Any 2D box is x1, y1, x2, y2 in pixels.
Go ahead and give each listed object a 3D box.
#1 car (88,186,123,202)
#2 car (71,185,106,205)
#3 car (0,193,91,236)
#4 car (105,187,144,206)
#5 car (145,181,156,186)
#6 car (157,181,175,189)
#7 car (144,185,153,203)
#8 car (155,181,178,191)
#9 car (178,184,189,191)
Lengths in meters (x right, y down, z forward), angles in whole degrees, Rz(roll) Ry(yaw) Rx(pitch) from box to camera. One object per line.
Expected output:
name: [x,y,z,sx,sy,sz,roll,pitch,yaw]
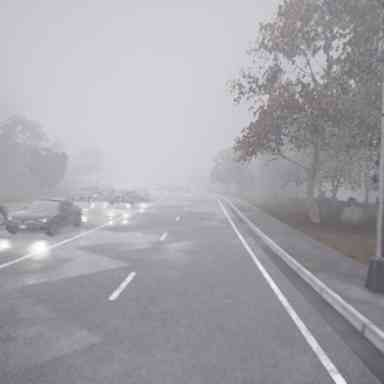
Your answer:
car: [-9.130,0.165,35.567,2.033,1.411,5.357,2,2,3]
car: [-9.347,0.170,29.675,1.837,1.490,4.892,2,2,2]
car: [-6.554,1.033,15.392,1.812,1.442,4.674,2,2,2]
car: [-5.855,0.368,29.536,1.994,1.385,4.181,2,2,2]
car: [-9.368,-1.935,78.140,1.882,1.535,5.008,3,2,-33]
car: [-6.330,-1.753,79.869,2.128,1.511,4.902,3,2,-33]
car: [-5.619,0.274,35.771,1.812,1.442,4.674,2,2,3]
car: [-5.340,-1.155,68.902,2.128,1.511,4.902,3,2,-23]
car: [-2.252,-1.036,70.680,2.128,1.511,4.902,3,2,-23]
